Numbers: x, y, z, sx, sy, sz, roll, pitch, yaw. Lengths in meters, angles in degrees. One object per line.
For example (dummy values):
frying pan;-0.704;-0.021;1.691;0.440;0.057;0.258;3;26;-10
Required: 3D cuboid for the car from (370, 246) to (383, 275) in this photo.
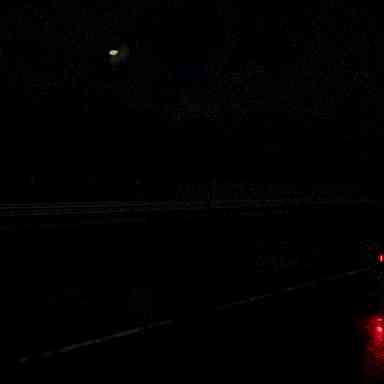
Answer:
car;6.628;1.559;8.445;4.718;1.301;1.895;0;0;-35
